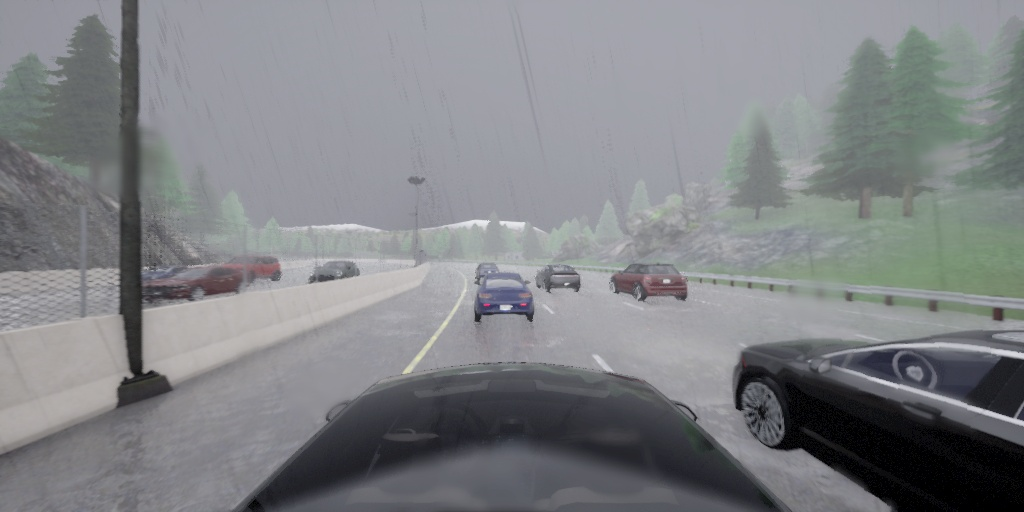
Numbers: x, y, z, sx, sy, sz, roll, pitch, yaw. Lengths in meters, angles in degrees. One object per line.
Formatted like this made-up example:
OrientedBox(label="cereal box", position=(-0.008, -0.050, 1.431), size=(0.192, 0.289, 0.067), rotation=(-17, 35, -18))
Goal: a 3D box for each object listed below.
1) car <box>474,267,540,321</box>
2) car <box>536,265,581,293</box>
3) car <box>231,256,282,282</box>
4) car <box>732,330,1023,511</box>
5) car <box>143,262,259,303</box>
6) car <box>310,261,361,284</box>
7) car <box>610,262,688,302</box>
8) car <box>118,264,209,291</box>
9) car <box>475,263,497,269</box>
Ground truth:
OrientedBox(label="car", position=(-0.321, 1.276, 12.344), size=(1.812, 1.442, 4.674), rotation=(0, 0, -3))
OrientedBox(label="car", position=(2.564, 1.235, 20.693), size=(2.128, 1.511, 4.902), rotation=(0, 0, -5))
OrientedBox(label="car", position=(-19.385, 1.011, 26.647), size=(2.150, 2.045, 5.566), rotation=(0, 0, -7))
OrientedBox(label="car", position=(3.519, 1.234, 2.276), size=(2.128, 1.511, 4.902), rotation=(0, 0, 0))
OrientedBox(label="car", position=(-14.869, 1.257, 17.295), size=(1.882, 1.535, 5.008), rotation=(0, 0, -5))
OrientedBox(label="car", position=(-12.141, 1.124, 24.888), size=(2.097, 1.767, 4.553), rotation=(0, 0, -7))
OrientedBox(label="car", position=(6.365, 1.088, 17.233), size=(2.097, 1.767, 4.553), rotation=(0, 0, -4))
OrientedBox(label="car", position=(-22.542, 1.320, 23.524), size=(1.812, 1.442, 4.674), rotation=(0, 0, -7))
OrientedBox(label="car", position=(-2.112, 1.300, 30.424), size=(2.033, 1.411, 5.357), rotation=(0, 0, -8))
